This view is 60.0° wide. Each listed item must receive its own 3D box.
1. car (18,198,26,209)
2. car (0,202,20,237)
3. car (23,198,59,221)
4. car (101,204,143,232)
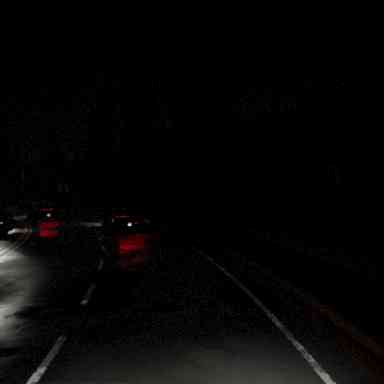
[{"bbox_3d":[-19.577,1.492,39.966,4.902,1.511,2.128,0,0,39],"label":"car"},{"bbox_3d":[-10.593,1.494,17.564,2.128,1.511,4.902,0,0,-23],"label":"car"},{"bbox_3d":[-12.258,1.505,27.297,1.837,1.490,4.892,0,0,-34],"label":"car"},{"bbox_3d":[-4.298,1.499,20.189,1.837,1.490,4.892,0,0,-23],"label":"car"}]
